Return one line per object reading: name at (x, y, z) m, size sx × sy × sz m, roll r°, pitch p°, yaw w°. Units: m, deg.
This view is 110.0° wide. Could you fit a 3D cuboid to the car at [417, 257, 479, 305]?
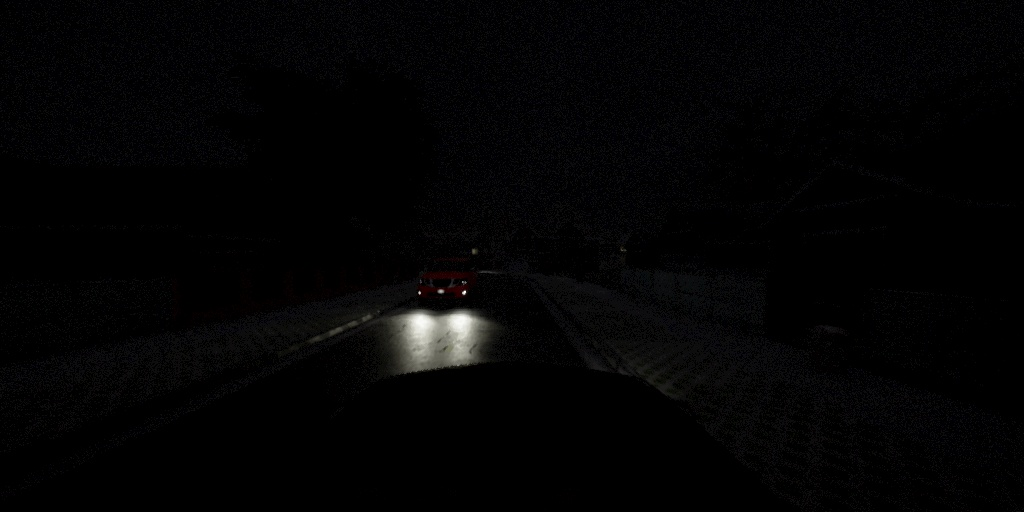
car at (-2.852, 1.073, 17.143) m, size 2.150 × 2.045 × 5.566 m, roll 0°, pitch 0°, yaw 0°
